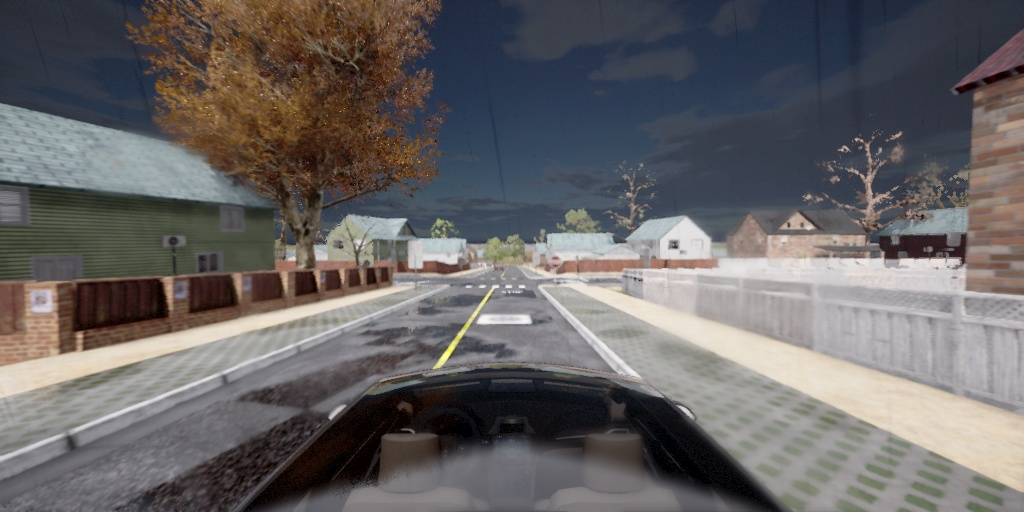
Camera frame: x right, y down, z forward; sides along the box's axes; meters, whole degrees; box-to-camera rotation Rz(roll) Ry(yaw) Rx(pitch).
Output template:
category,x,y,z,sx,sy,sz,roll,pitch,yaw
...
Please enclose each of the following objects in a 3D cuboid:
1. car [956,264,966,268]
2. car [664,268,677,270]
category,x,y,z,sx,sy,sz,roll,pitch,yaw
car,46.179,1.536,35.892,4.674,1.442,1.812,0,2,3
car,15.156,1.741,32.859,4.718,1.301,1.895,0,2,-4
